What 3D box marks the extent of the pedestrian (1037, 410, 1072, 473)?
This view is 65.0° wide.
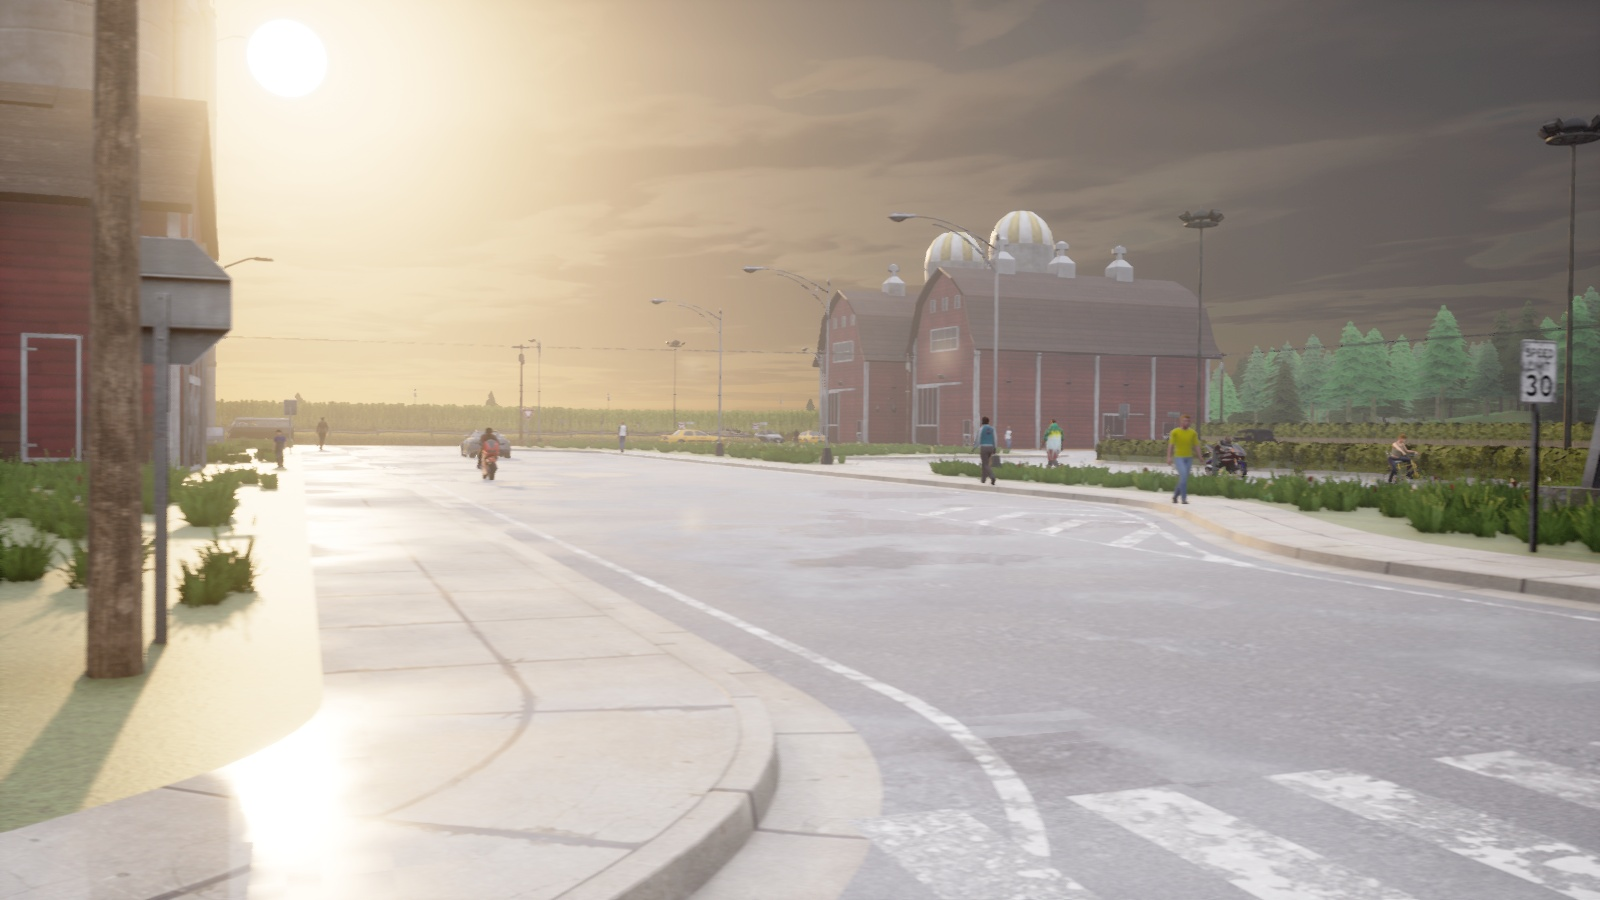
[{"bbox_3d":[8.015,-0.283,39.531,0.659,1.952,0.873,-1,1,-27],"label":"pedestrian"}]

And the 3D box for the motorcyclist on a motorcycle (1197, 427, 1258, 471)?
[{"bbox_3d":[15.310,-0.066,45.068,0.866,1.530,2.191,-1,1,-21],"label":"motorcyclist on a motorcycle"}]

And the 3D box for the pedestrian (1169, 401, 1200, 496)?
[{"bbox_3d":[7.554,-0.030,24.676,0.354,1.836,0.706,-1,1,-3],"label":"pedestrian"}]

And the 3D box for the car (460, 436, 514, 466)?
[{"bbox_3d":[-15.351,0.029,61.409,1.994,1.385,4.181,-1,1,-22],"label":"car"}]

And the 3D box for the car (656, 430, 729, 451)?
[{"bbox_3d":[-8.294,-0.751,96.951,5.366,1.575,1.801,-1,1,-21],"label":"car"}]

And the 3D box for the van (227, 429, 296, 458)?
[{"bbox_3d":[-38.209,-0.487,89.216,4.442,1.987,1.775,-1,1,-21],"label":"van"}]

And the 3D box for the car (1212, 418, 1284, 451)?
[{"bbox_3d":[26.387,-0.899,74.070,1.905,1.878,3.866,-1,1,-21],"label":"car"}]

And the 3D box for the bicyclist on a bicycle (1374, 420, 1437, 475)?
[{"bbox_3d":[18.219,-0.078,37.808,0.866,1.612,1.509,-1,1,-25],"label":"bicyclist on a bicycle"}]

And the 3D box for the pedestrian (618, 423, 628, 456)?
[{"bbox_3d":[-9.853,-0.577,69.896,0.354,1.836,0.706,-1,1,-23],"label":"pedestrian"}]

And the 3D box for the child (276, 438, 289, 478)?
[{"bbox_3d":[-16.429,0.259,39.847,0.270,1.263,0.437,-1,1,-9],"label":"child"}]

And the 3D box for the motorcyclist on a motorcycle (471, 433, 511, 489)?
[{"bbox_3d":[-8.767,0.297,35.533,0.797,1.523,2.044,-1,1,-22],"label":"motorcyclist on a motorcycle"}]

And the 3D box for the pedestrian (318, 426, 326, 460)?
[{"bbox_3d":[-25.823,-0.372,67.869,0.328,1.805,0.869,-1,1,-18],"label":"pedestrian"}]

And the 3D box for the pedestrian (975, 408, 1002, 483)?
[{"bbox_3d":[4.889,-0.131,32.639,0.396,1.930,0.692,-1,1,-20],"label":"pedestrian"}]
